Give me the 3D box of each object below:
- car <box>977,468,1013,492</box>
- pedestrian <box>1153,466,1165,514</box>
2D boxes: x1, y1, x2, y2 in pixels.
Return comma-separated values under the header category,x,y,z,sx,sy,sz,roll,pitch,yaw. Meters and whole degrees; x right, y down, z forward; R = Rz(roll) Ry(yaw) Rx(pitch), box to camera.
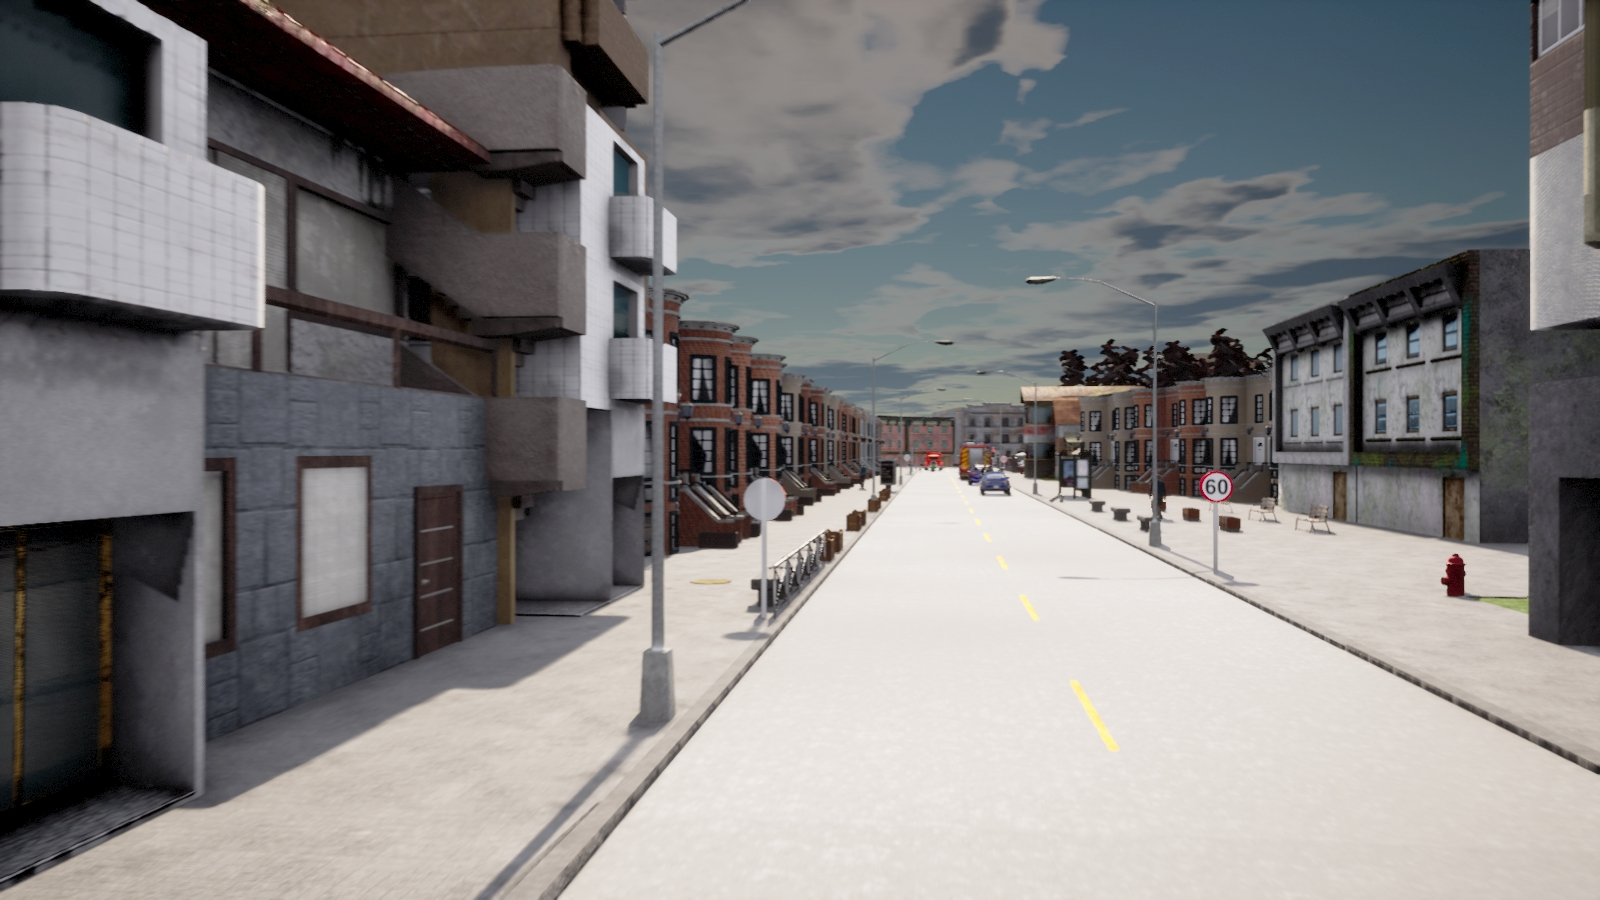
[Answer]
category,x,y,z,sx,sy,sz,roll,pitch,yaw
car,12.438,1.893,73.069,2.002,1.442,4.674,0,0,7
pedestrian,13.924,1.546,44.326,0.375,1.860,0.375,0,0,3
